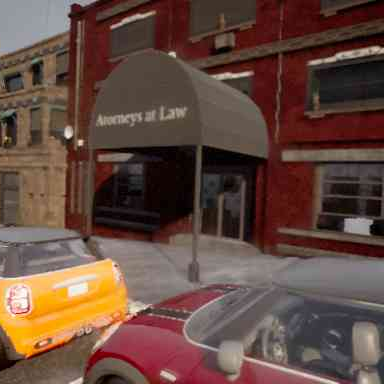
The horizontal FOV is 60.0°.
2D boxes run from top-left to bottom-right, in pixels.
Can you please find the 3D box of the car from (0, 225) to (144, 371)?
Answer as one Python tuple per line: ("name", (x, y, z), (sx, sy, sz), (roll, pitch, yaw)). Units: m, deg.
("car", (-3.330, 1.404, 5.906), (4.553, 1.767, 2.185), (-1, 0, 35))
